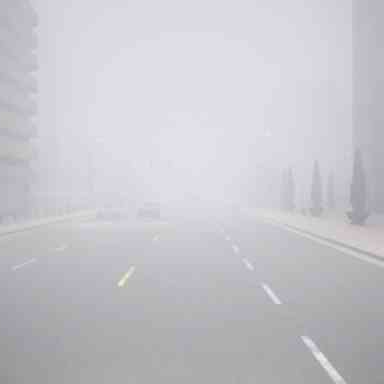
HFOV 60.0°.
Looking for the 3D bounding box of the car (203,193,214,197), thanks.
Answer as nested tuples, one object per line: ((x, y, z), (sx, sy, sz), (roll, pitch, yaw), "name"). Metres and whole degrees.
((3.504, 1.298, 65.858), (2.150, 2.045, 5.566), (0, 0, 0), "car")

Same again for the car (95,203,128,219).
((-7.001, 1.627, 29.237), (1.895, 1.301, 4.718), (0, 0, 0), "car")

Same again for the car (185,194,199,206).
((0.002, 1.295, 55.445), (2.150, 2.045, 5.566), (0, 0, 0), "car")

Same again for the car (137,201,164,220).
((-3.506, 1.504, 28.790), (1.882, 1.535, 5.008), (0, 0, 0), "car")

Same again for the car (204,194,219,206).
((3.502, 1.592, 55.831), (1.812, 1.442, 4.674), (0, 0, 0), "car")
